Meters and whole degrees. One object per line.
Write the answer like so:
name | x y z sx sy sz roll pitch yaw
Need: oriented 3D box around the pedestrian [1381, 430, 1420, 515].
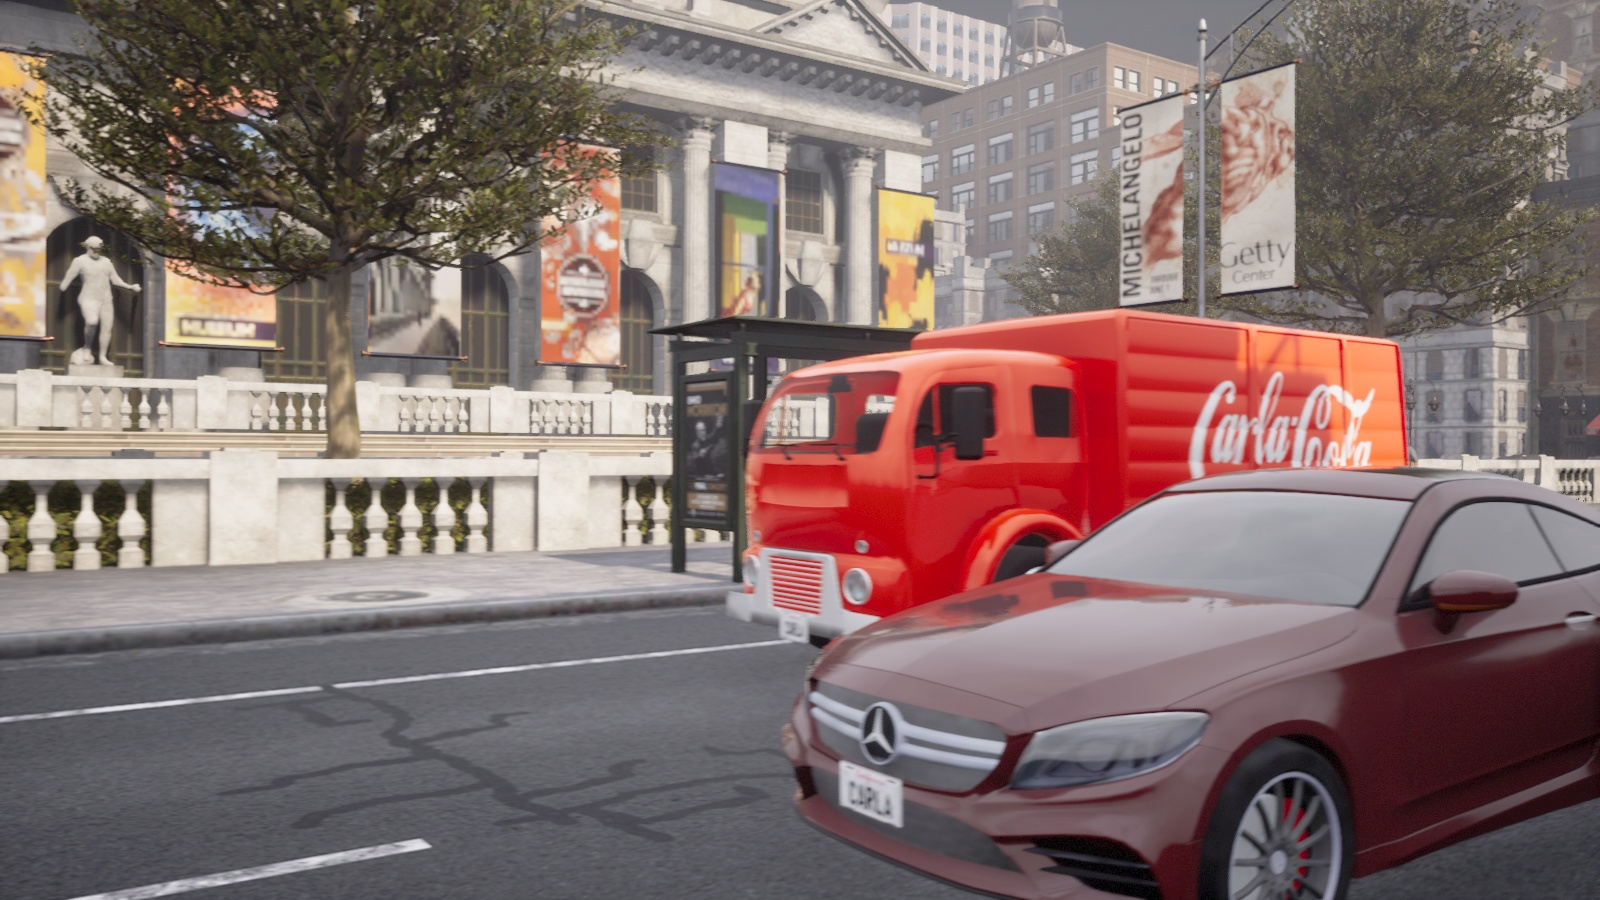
pedestrian | 13.269 0.484 27.734 0.694 1.848 0.540 0 0 -40

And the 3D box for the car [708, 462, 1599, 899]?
car | 2.105 0.786 5.124 4.674 1.442 1.812 0 0 -35

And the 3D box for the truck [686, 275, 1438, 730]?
truck | 2.076 0.290 9.369 5.204 2.467 2.627 0 0 -35
